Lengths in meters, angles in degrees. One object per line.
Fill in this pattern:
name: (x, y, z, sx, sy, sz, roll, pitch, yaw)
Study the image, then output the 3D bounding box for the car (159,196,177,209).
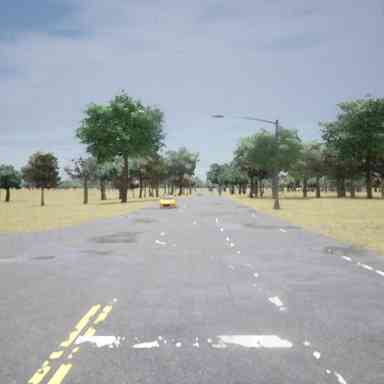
car: (-2.891, 1.248, 40.878, 1.882, 1.535, 5.008, 0, 1, 2)
